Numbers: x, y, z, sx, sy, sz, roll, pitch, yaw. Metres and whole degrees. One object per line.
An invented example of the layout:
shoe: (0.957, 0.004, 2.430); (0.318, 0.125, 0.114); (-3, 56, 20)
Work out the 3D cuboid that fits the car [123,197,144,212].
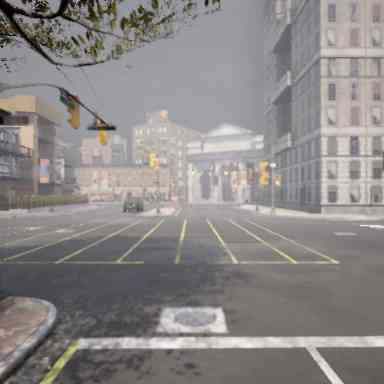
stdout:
car: (-8.089, 1.710, 46.502); (2.150, 2.045, 5.566); (0, -1, 0)
